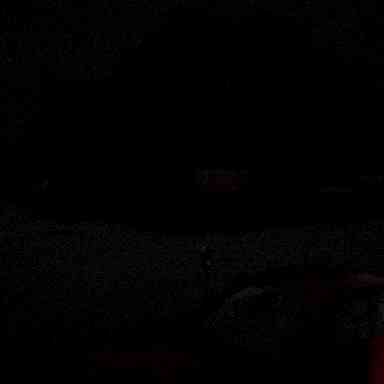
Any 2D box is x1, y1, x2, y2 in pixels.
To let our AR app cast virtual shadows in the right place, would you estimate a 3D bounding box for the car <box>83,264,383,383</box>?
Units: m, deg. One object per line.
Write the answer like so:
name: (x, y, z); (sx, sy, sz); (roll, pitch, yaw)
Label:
car: (1.162, 1.544, 3.543); (4.507, 1.381, 1.887); (0, 0, -31)
